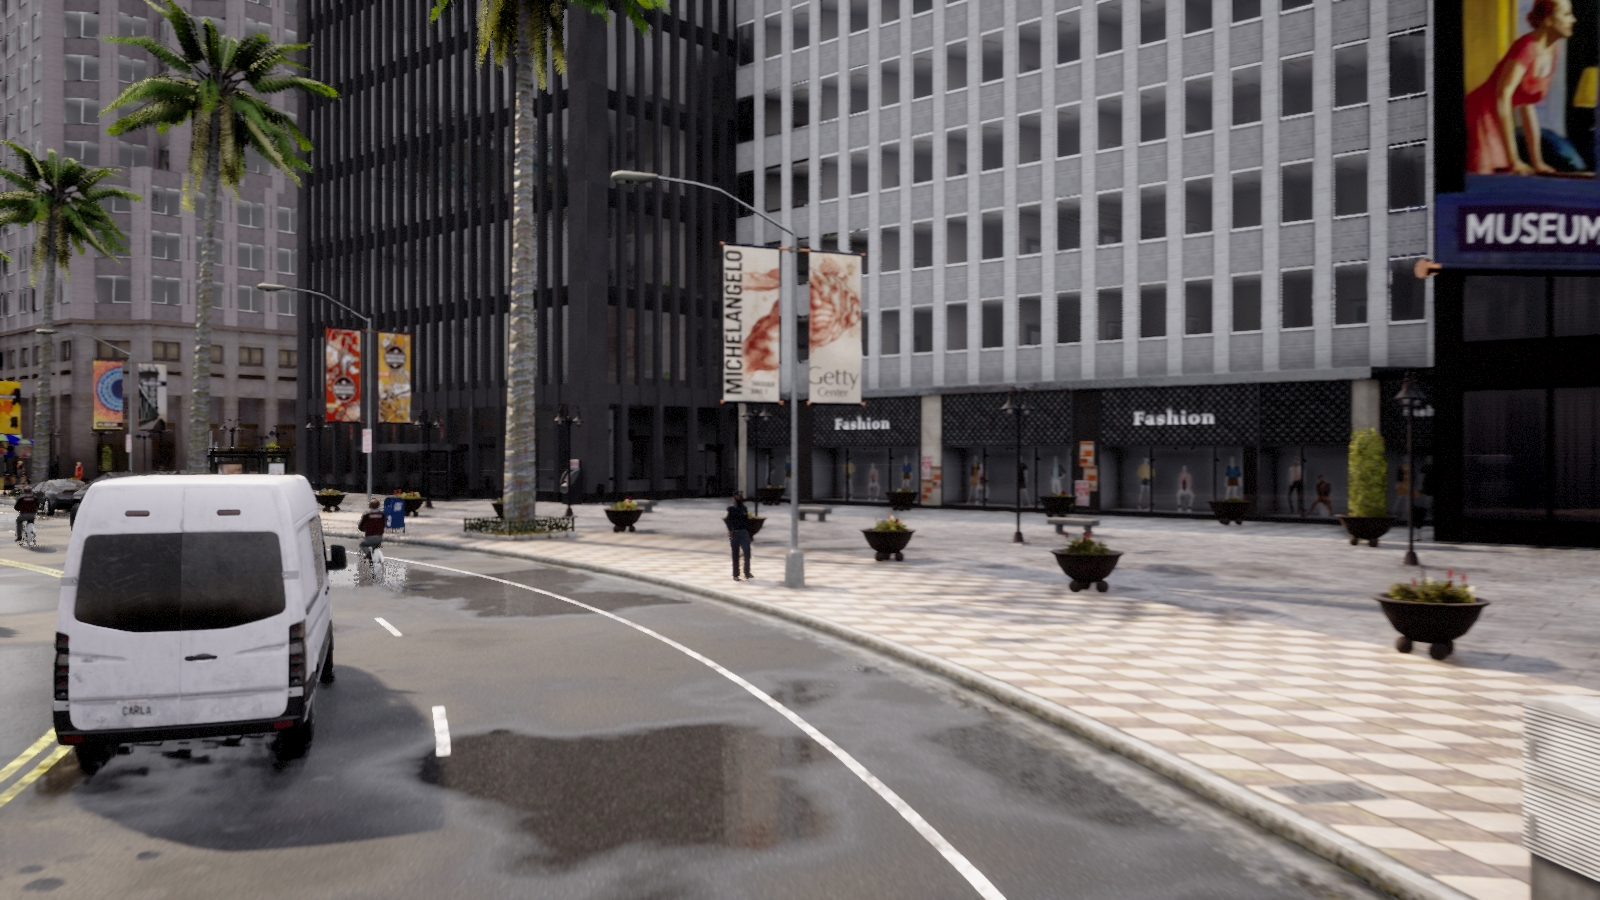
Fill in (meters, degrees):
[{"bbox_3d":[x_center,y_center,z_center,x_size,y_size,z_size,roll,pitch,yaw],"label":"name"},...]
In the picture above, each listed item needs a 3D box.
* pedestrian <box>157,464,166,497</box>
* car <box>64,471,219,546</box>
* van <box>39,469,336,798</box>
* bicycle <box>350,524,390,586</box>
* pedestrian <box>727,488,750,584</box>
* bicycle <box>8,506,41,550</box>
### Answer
[{"bbox_3d":[-35.969,1.715,64.365,0.375,1.860,0.375,0,0,40],"label":"pedestrian"},{"bbox_3d":[-21.063,1.761,36.410,6.274,2.098,2.390,0,0,41],"label":"car"},{"bbox_3d":[-6.214,1.537,12.342,1.988,2.561,5.915,0,0,-20],"label":"van"},{"bbox_3d":[-9.164,2.213,24.319,0.329,1.171,1.835,0,0,-36],"label":"bicycle"},{"bbox_3d":[-1.224,1.698,22.714,0.375,1.860,0.375,0,0,-21],"label":"pedestrian"},{"bbox_3d":[-22.174,2.218,32.660,1.835,1.171,0.329,0,0,41],"label":"bicycle"}]
